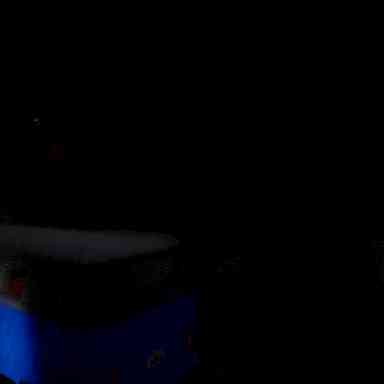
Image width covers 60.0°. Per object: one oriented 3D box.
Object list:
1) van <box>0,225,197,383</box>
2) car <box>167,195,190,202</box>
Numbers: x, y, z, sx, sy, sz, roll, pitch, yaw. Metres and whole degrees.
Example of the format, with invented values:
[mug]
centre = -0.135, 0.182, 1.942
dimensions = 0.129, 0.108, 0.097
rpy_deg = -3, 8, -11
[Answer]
[van]
centre = -1.854, 1.383, 4.286
dimensions = 3.998, 1.788, 1.690
rpy_deg = -1, 0, 36
[car]
centre = -2.380, 1.136, 59.438
dimensions = 1.895, 1.301, 4.718
rpy_deg = -1, 1, 36
